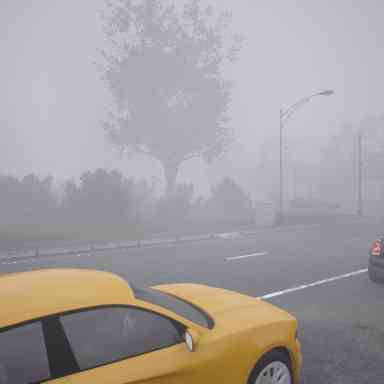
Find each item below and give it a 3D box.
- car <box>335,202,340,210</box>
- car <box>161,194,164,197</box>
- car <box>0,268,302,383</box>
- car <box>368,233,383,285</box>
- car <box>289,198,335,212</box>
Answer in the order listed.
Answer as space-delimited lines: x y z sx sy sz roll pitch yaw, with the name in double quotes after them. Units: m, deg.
16.144 1.477 41.989 1.882 1.535 5.008 0 0 -32 "car"
-4.990 1.243 67.865 2.097 1.767 4.553 0 0 -36 "car"
-1.087 1.478 2.973 5.008 1.535 1.882 0 0 -35 "car"
6.435 1.352 8.310 4.553 1.767 2.097 0 0 -35 "car"
13.710 1.492 39.262 2.128 1.511 4.902 0 0 -32 "car"
